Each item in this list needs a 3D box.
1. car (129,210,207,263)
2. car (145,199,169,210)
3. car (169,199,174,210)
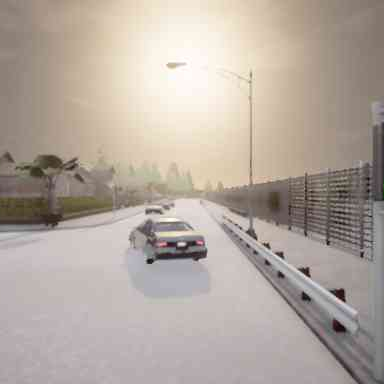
[{"bbox_3d":[-1.077,1.633,12.390,2.033,1.411,5.357,0,0,-18],"label":"car"},{"bbox_3d":[-4.121,1.806,37.668,2.033,1.411,5.357,0,0,0],"label":"car"},{"bbox_3d":[-4.094,1.804,47.513,1.882,1.535,5.008,0,0,0],"label":"car"}]
